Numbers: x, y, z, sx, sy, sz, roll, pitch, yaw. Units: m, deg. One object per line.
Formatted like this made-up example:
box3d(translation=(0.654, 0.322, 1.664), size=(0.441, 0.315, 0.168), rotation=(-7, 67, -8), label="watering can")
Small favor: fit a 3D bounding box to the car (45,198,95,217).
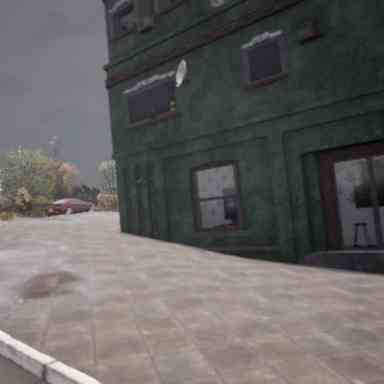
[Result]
box3d(translation=(-10.576, 1.317, 29.247), size=(1.882, 1.535, 5.008), rotation=(-7, -2, 20), label="car")
